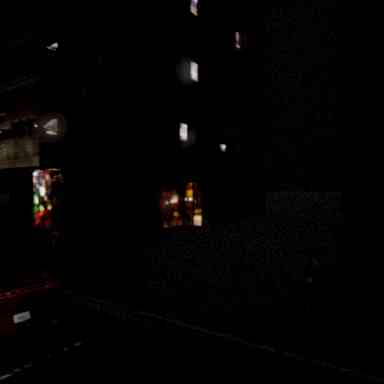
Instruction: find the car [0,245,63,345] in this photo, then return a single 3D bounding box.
[{"bbox_3d":[-4.115,1.570,5.812,4.507,1.381,1.887,0,0,36],"label":"car"}]
